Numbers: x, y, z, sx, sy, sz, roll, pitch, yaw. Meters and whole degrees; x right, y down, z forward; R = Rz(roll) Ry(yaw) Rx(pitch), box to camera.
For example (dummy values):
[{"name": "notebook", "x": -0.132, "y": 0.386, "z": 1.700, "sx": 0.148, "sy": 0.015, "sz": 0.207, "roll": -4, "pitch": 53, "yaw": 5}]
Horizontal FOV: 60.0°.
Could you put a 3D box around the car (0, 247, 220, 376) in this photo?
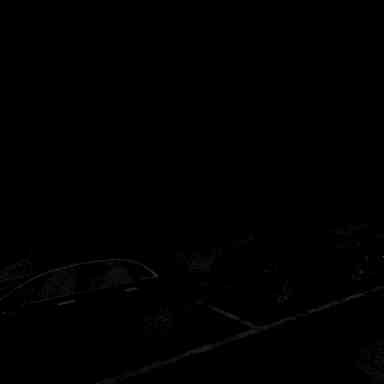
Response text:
[{"name": "car", "x": -1.971, "y": 1.549, "z": 4.783, "sx": 4.403, "sy": 1.369, "sz": 2.008, "roll": 0, "pitch": 0, "yaw": -36}]

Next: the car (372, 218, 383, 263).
[{"name": "car", "x": 6.841, "y": 1.550, "z": 11.071, "sx": 4.313, "sy": 1.339, "sz": 1.947, "roll": 0, "pitch": 0, "yaw": -36}]

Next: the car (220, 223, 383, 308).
[{"name": "car", "x": 2.435, "y": 1.557, "z": 7.927, "sx": 4.313, "sy": 1.339, "sz": 1.947, "roll": 0, "pitch": 0, "yaw": -36}]
